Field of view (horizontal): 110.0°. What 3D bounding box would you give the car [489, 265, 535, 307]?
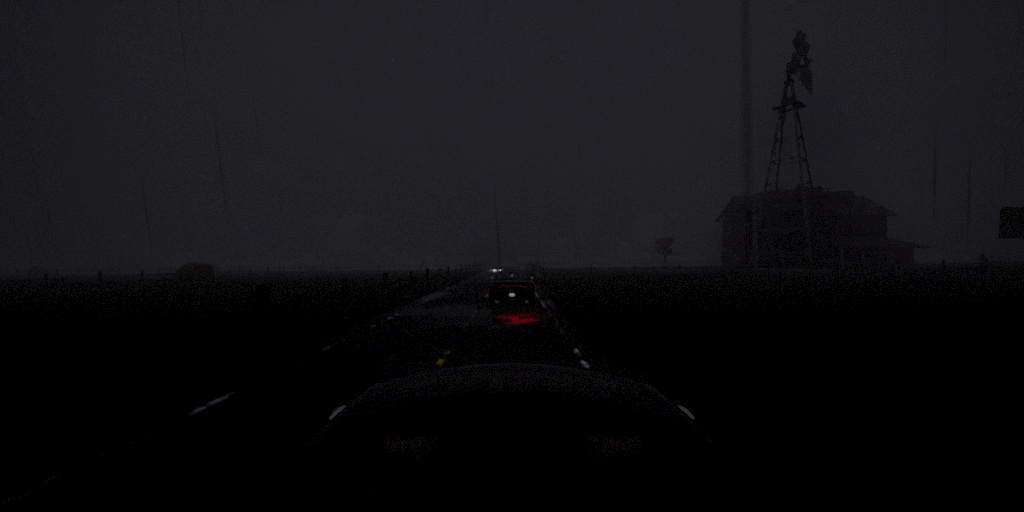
[{"bbox_3d":[0.008,1.364,16.332,1.882,1.535,5.008,0,0,0],"label":"car"}]
